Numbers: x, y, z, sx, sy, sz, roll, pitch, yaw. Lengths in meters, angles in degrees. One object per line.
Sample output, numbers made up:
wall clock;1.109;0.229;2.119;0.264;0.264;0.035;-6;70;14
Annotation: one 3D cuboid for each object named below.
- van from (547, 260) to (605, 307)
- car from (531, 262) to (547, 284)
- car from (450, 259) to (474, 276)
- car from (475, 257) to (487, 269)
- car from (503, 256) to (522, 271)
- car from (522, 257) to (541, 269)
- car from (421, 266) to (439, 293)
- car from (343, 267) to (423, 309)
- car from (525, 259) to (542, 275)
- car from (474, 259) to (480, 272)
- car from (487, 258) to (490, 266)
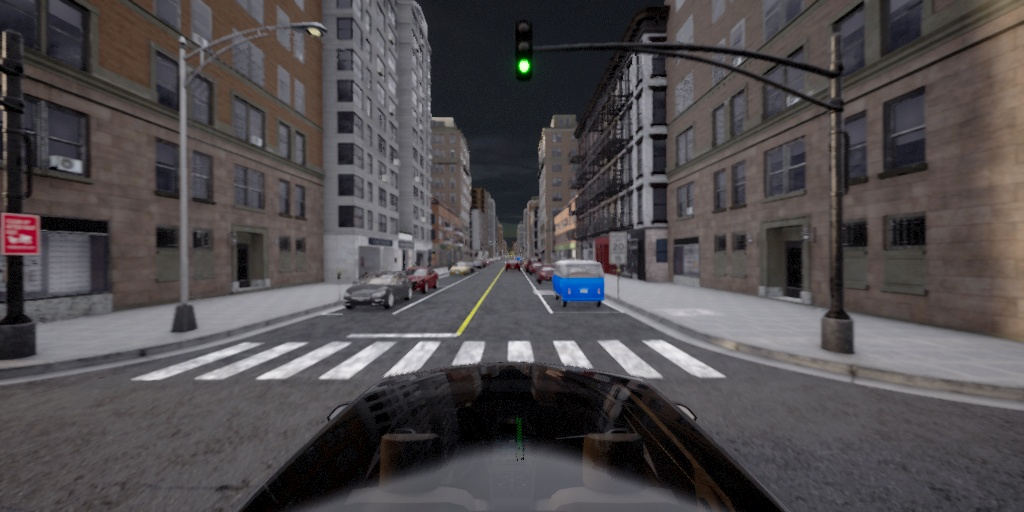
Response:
van;2.639;1.056;14.946;1.690;1.789;3.998;0;0;0
car;2.642;1.291;26.308;1.802;1.307;4.207;0;0;0
car;-5.380;1.279;37.497;1.751;1.417;4.829;0;0;0
car;-5.375;1.298;54.713;1.948;1.339;4.313;0;0;0
car;0.106;1.182;47.112;1.882;1.535;5.008;0;0;0
car;2.647;1.007;43.353;2.192;1.841;5.009;0;0;0
car;-5.384;1.312;20.621;1.888;1.381;4.507;0;0;0
car;-5.386;1.320;14.939;2.007;1.370;4.403;0;0;0
car;2.645;1.281;37.671;1.802;1.307;4.207;0;0;0
car;-5.378;1.313;43.349;1.948;1.339;4.313;0;0;0
car;-5.374;1.040;60.394;2.192;1.841;5.009;0;0;0
